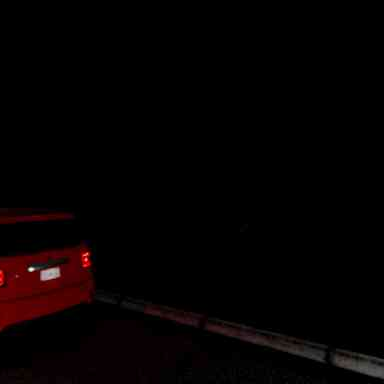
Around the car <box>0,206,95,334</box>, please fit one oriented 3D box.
[{"bbox_3d":[-4.255,1.294,6.411,5.566,2.045,2.150,0,0,35],"label":"car"}]
